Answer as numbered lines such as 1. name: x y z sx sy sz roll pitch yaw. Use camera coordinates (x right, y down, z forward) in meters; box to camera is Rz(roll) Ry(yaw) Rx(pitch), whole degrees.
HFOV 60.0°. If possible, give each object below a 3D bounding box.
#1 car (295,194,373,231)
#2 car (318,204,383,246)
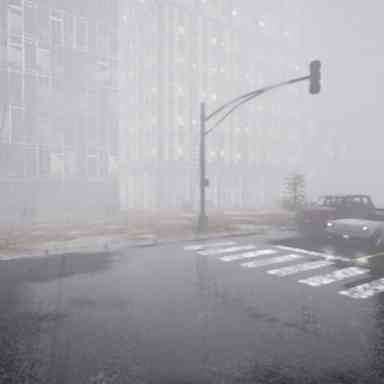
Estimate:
1. car: 7.499 1.058 17.156 5.009 1.841 2.192 0 1 -35
2. car: 7.746 1.402 14.162 4.718 1.301 1.895 0 1 -35
